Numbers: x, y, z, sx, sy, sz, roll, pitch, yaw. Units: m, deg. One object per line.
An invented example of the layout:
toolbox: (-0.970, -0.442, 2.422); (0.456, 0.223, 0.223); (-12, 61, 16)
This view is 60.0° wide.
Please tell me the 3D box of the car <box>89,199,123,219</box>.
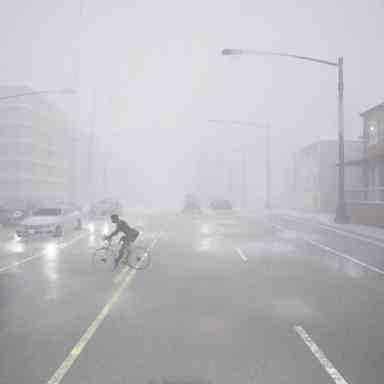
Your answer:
car: (-7.007, 1.326, 27.418); (2.128, 1.511, 4.902); (0, 0, 0)

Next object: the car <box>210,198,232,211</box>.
car: (3.530, 1.502, 38.518); (1.994, 1.385, 4.181); (0, -1, 0)

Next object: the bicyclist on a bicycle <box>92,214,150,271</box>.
bicyclist on a bicycle: (-2.011, 1.436, 9.383); (1.656, 1.620, 0.582); (-1, 0, 0)

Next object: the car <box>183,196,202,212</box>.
car: (0.016, 1.440, 37.095); (1.812, 1.442, 4.674); (0, -1, 1)

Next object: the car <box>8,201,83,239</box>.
car: (-7.101, 1.429, 17.054); (1.812, 1.442, 4.674); (0, 1, 0)

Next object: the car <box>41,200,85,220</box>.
car: (-10.507, 1.443, 27.417); (1.994, 1.385, 4.181); (0, 0, 0)

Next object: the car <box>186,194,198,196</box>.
car: (0.011, 1.380, 47.299); (2.150, 2.045, 5.566); (0, -2, 1)

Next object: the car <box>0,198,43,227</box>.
car: (-10.598, 1.214, 20.577); (2.097, 1.767, 4.553); (0, 1, 0)
